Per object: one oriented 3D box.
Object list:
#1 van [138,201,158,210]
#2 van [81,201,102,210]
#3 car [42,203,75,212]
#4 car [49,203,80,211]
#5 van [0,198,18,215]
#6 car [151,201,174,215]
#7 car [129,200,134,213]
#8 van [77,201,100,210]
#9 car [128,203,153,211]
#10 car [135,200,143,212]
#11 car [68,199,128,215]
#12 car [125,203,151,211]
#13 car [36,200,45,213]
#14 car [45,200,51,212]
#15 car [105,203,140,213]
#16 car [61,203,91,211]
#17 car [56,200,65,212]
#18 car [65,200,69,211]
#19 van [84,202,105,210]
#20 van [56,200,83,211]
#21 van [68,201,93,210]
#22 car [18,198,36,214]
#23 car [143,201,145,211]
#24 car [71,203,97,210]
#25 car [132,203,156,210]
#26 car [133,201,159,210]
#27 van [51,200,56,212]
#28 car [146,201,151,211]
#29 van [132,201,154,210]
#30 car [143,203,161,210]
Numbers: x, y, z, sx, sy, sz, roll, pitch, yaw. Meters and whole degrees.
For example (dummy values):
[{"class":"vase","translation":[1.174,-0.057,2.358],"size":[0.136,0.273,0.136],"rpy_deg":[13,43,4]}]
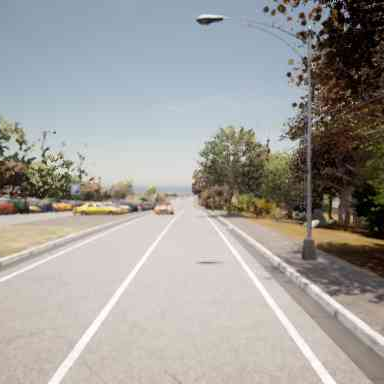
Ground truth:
[{"class":"van","translation":[-10.244,3.193,77.863],"size":[4.442,1.987,1.878],"rpy_deg":[0,-3,0]},{"class":"van","translation":[-23.557,3.201,78.006],"size":[4.442,1.987,1.878],"rpy_deg":[0,-3,0]},{"class":"car","translation":[-23.434,2.651,58.639],"size":[5.008,1.535,2.097],"rpy_deg":[0,-2,0]},{"class":"car","translation":[-23.434,2.755,61.407],"size":[4.892,1.521,2.231],"rpy_deg":[0,-2,0]},{"class":"van","translation":[-23.556,1.732,39.149],"size":[4.442,1.987,1.878],"rpy_deg":[0,-2,0]},{"class":"car","translation":[-3.362,1.897,40.869],"size":[2.097,1.767,4.553],"rpy_deg":[0,-2,0]},{"class":"car","translation":[-10.365,2.040,41.811],"size":[5.008,1.535,2.097],"rpy_deg":[0,-2,0]},{"class":"van","translation":[-23.324,3.048,75.107],"size":[4.442,1.987,1.878],"rpy_deg":[0,-3,0]},{"class":"car","translation":[-10.363,2.990,66.775],"size":[4.674,1.452,2.002],"rpy_deg":[0,-2,0]},{"class":"car","translation":[-10.331,1.983,47.365],"size":[5.566,2.045,2.435],"rpy_deg":[0,-2,0]},{"class":"car","translation":[-10.173,1.872,36.272],"size":[5.366,1.575,1.946],"rpy_deg":[0,-2,0]},{"class":"car","translation":[-10.330,2.877,63.999],"size":[4.792,1.488,2.163],"rpy_deg":[0,-2,0]},{"class":"car","translation":[-23.253,2.140,44.799],"size":[5.366,1.575,1.946],"rpy_deg":[0,-2,0]},{"class":"car","translation":[-23.432,2.244,47.564],"size":[4.892,1.521,2.231],"rpy_deg":[0,-2,0]},{"class":"car","translation":[-10.389,2.366,50.130],"size":[4.792,1.488,2.163],"rpy_deg":[0,-2,0]},{"class":"car","translation":[-23.256,2.955,66.945],"size":[5.366,1.575,1.946],"rpy_deg":[0,-2,0]},{"class":"car","translation":[-23.408,2.322,53.106],"size":[4.553,1.767,2.185],"rpy_deg":[0,-2,0]},{"class":"car","translation":[-23.434,2.545,55.745],"size":[5.008,1.535,2.097],"rpy_deg":[0,-2,0]},{"class":"van","translation":[-23.558,3.341,80.647],"size":[4.442,1.987,1.878],"rpy_deg":[0,-3,0]},{"class":"van","translation":[-23.557,2.630,64.184],"size":[4.442,1.987,1.878],"rpy_deg":[0,-2,0]},{"class":"van","translation":[-23.323,2.834,69.719],"size":[4.442,1.987,1.878],"rpy_deg":[0,-2,0]},{"class":"car","translation":[-23.466,1.796,42.041],"size":[5.566,2.045,2.435],"rpy_deg":[0,-2,0]},{"class":"car","translation":[-10.362,2.479,52.903],"size":[4.674,1.452,2.002],"rpy_deg":[0,-2,0]},{"class":"car","translation":[-23.446,3.161,72.479],"size":[5.008,1.535,2.097],"rpy_deg":[0,-2,0]},{"class":"car","translation":[-10.390,3.185,72.329],"size":[4.792,1.488,2.163],"rpy_deg":[0,-3,0]},{"class":"car","translation":[-10.389,3.020,75.092],"size":[5.566,2.045,2.435],"rpy_deg":[0,-3,0]},{"class":"van","translation":[-23.556,2.120,50.342],"size":[4.442,1.987,1.878],"rpy_deg":[0,-2,0]},{"class":"car","translation":[-10.365,2.643,58.453],"size":[5.008,1.535,2.097],"rpy_deg":[0,-2,0]},{"class":"van","translation":[-10.244,2.827,69.559],"size":[4.442,1.987,1.878],"rpy_deg":[0,-2,0]},{"class":"car","translation":[-10.330,3.733,86.175],"size":[4.553,1.767,2.185],"rpy_deg":[0,-3,0]}]
